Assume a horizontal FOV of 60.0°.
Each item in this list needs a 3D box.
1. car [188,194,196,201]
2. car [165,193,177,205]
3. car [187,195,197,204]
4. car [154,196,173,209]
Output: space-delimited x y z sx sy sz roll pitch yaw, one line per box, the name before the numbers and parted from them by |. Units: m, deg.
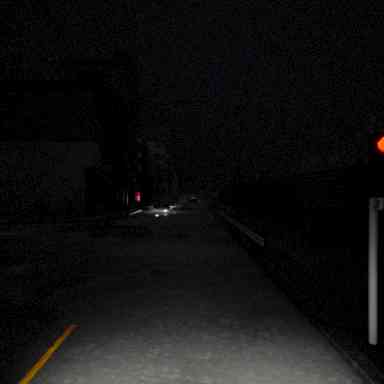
car | 0.041 1.308 76.663 1.882 1.535 5.008 0 0 0
car | -4.054 1.350 55.390 2.097 1.767 4.553 0 0 0
car | 0.038 1.489 66.243 2.128 1.511 4.902 0 0 0
car | -4.067 1.562 45.660 1.994 1.385 4.181 0 0 0
